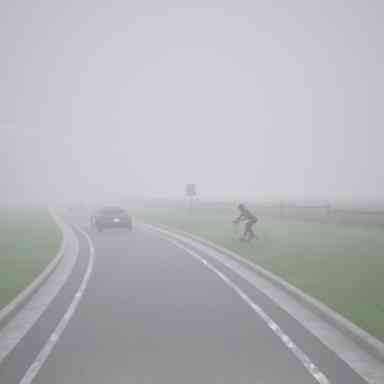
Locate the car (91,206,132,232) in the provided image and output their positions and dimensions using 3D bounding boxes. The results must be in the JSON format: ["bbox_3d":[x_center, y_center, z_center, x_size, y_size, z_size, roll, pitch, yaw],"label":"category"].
[{"bbox_3d":[-5.016,1.552,20.419,1.994,1.385,4.181,0,0,-23],"label":"car"}]

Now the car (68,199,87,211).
[{"bbox_3d":[-13.833,1.526,40.020,1.812,1.442,4.674,0,0,-24],"label":"car"}]

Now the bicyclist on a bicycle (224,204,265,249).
[{"bbox_3d":[1.936,1.265,12.153,1.656,1.620,0.582,0,0,-15],"label":"bicyclist on a bicycle"}]
